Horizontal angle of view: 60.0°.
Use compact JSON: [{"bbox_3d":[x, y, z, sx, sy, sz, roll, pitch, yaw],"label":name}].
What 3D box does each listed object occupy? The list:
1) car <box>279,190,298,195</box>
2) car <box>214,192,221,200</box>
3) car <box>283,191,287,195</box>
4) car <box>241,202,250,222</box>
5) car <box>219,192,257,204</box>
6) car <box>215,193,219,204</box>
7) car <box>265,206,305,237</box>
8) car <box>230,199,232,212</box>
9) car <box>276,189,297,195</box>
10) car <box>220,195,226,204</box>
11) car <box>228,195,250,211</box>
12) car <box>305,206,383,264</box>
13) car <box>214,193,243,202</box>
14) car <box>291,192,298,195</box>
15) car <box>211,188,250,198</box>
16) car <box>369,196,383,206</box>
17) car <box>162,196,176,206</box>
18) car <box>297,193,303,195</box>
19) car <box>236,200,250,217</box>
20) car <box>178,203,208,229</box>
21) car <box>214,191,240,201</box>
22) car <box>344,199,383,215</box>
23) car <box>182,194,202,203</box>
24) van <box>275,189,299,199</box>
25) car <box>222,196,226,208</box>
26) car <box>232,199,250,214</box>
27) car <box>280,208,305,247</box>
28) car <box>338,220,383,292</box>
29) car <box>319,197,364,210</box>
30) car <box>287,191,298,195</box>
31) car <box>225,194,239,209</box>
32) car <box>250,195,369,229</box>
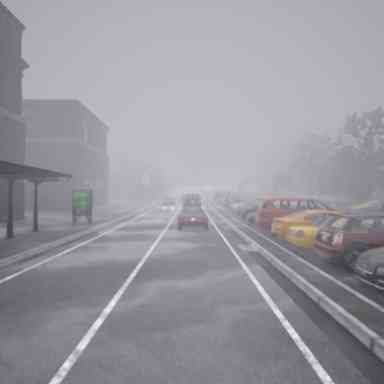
[{"bbox_3d":[19.659,0.882,63.357,4.674,1.452,2.002,0,3,0],"label":"car"},{"bbox_3d":[6.527,1.177,54.872,4.892,1.521,2.231,0,2,0],"label":"car"},{"bbox_3d":[19.670,0.995,60.447,4.792,1.488,2.163,0,2,0],"label":"car"},{"bbox_3d":[6.348,1.663,24.219,4.792,1.488,2.163,0,0,0],"label":"car"},{"bbox_3d":[6.459,1.281,46.511,4.553,1.767,2.185,0,1,0],"label":"car"},{"bbox_3d":[6.490,1.294,52.095,4.792,1.488,2.163,0,2,0],"label":"car"},{"bbox_3d":[6.330,1.598,15.867,5.008,1.535,2.097,0,0,0],"label":"car"},{"bbox_3d":[6.423,1.652,32.585,4.674,1.452,2.002,0,0,0],"label":"car"},{"bbox_3d":[19.673,0.757,66.139,4.674,1.452,2.002,0,3,0],"label":"car"},{"bbox_3d":[6.447,1.494,43.727,4.792,1.488,2.163,0,1,0],"label":"car"},{"bbox_3d":[6.465,1.462,35.371,4.553,1.767,2.185,0,0,0],"label":"car"},{"bbox_3d":[6.276,1.447,10.427,4.553,1.767,2.185,0,0,0],"label":"car"},{"bbox_3d":[6.556,0.969,60.451,5.008,1.535,2.097,0,2,0],"label":"car"},{"bbox_3d":[19.799,1.170,54.861,5.366,1.575,1.946,0,2,0],"label":"car"},{"bbox_3d":[6.576,0.826,57.650,5.566,2.045,2.435,0,2,0],"label":"car"},{"bbox_3d":[19.515,1.374,29.898,5.566,2.045,2.435,0,0,0],"label":"car"},{"bbox_3d":[-3.392,1.361,49.780,2.033,1.411,5.357,0,1,0],"label":"car"},{"bbox_3d":[19.571,1.287,52.209,4.792,1.488,2.163,0,2,0],"label":"car"},{"bbox_3d":[6.386,1.634,27.006,5.008,1.535,2.097,0,0,0],"label":"car"},{"bbox_3d":[0.067,1.660,22.668,1.994,1.385,4.181,0,0,0],"label":"car"},{"bbox_3d":[6.607,0.726,63.222,4.553,1.767,2.185,0,2,0],"label":"car"},{"bbox_3d":[19.329,1.582,35.478,5.366,1.575,1.946,0,1,0],"label":"car"},{"bbox_3d":[0.015,1.202,40.114,2.150,2.045,5.566,0,1,-1],"label":"car"},{"bbox_3d":[19.558,0.373,68.799,4.442,1.987,1.878,-1,2,0],"label":"van"},{"bbox_3d":[6.491,1.544,40.940,4.792,1.488,2.163,0,1,0],"label":"car"},{"bbox_3d":[6.400,1.627,29.795,5.008,1.535,2.097,0,0,0],"label":"car"},{"bbox_3d":[6.506,1.582,13.083,5.366,1.575,1.946,0,0,0],"label":"car"},{"bbox_3d":[6.299,1.560,7.518,4.892,1.521,2.231,0,0,0],"label":"car"},{"bbox_3d":[19.551,1.464,43.711,4.892,1.521,2.231,0,1,0],"label":"car"},{"bbox_3d":[19.813,1.071,57.655,5.366,1.575,1.946,0,2,0],"label":"car"},{"bbox_3d":[6.479,1.431,38.150,4.553,1.767,2.185,0,1,0],"label":"car"},{"bbox_3d":[6.377,1.360,18.651,5.566,2.045,2.435,0,0,0],"label":"car"}]
